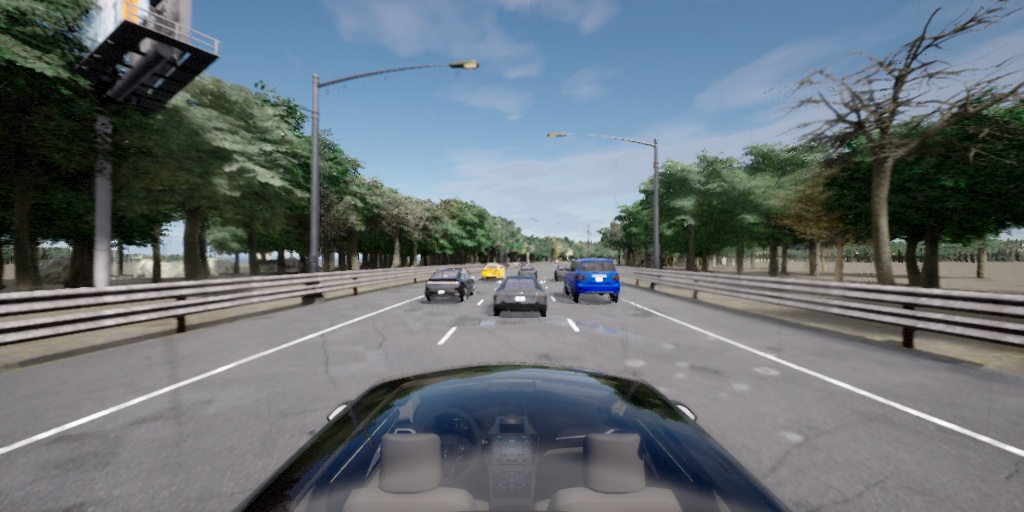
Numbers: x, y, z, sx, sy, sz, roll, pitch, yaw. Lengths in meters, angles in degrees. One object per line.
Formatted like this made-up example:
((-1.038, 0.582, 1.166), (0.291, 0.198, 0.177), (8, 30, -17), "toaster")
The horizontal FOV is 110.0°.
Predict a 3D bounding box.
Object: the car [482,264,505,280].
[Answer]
((-1.859, 1.612, 36.422), (1.882, 1.535, 5.008), (0, -1, 5), "car")

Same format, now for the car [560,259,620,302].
((3.992, 1.168, 18.615), (2.150, 2.045, 5.566), (0, -1, 2), "car")

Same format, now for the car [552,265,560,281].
((5.060, 1.626, 35.196), (2.128, 1.511, 4.902), (0, -1, 5), "car")

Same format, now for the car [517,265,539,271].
((1.551, 1.619, 35.209), (2.128, 1.511, 4.902), (0, -1, 5), "car")

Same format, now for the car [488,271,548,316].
((0.338, 1.454, 14.246), (1.994, 1.385, 4.181), (0, -1, 2), "car")

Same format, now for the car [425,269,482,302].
((-3.018, 1.420, 18.216), (2.128, 1.511, 4.902), (0, -1, 2), "car")
